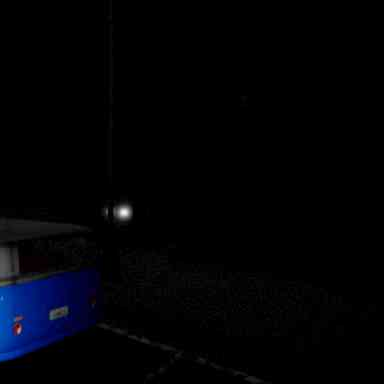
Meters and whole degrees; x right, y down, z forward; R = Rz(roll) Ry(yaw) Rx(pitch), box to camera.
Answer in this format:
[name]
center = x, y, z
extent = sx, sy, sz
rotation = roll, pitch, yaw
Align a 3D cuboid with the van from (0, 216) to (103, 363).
[van]
center = -3.222, 1.316, 5.375
extent = 3.998, 1.788, 1.690
rotation = 0, 0, 36
